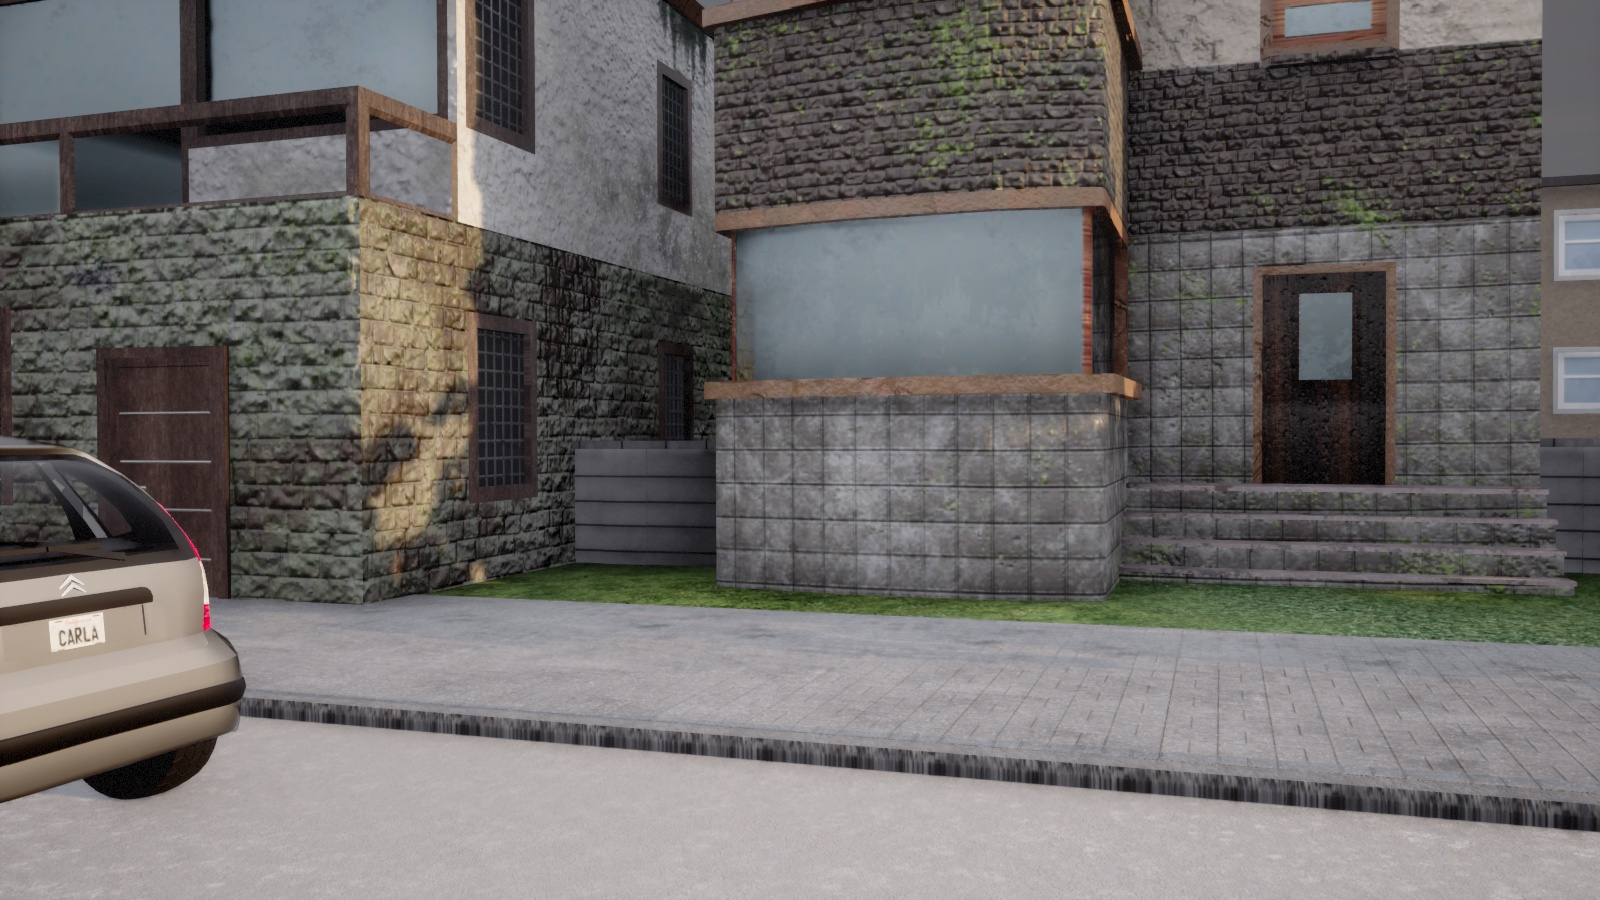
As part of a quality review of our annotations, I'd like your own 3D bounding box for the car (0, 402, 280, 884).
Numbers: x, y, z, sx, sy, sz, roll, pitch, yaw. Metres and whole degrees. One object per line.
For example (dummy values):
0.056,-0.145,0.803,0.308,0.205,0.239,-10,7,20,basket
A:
-4.446,0.625,5.213,3.988,1.617,1.851,1,1,19,car
